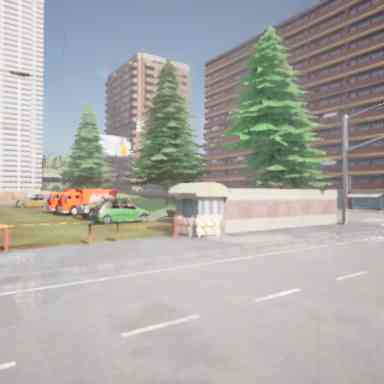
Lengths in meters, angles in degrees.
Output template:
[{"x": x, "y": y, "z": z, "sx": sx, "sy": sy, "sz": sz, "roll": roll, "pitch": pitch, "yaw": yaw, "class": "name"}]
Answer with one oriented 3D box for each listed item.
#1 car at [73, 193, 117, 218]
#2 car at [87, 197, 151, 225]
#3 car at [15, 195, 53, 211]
[{"x": -6.926, "y": 1.237, "z": 27.371, "sx": 4.605, "sy": 1.855, "sz": 1.932, "roll": 0, "pitch": 0, "yaw": -35, "class": "car"}, {"x": -4.895, "y": 1.401, "z": 23.324, "sx": 3.988, "sy": 1.617, "sz": 1.851, "roll": 0, "pitch": 0, "yaw": -35, "class": "car"}, {"x": -22.024, "y": 1.449, "z": 45.909, "sx": 4.193, "sy": 1.474, "sz": 1.816, "roll": 0, "pitch": 0, "yaw": -35, "class": "car"}]
